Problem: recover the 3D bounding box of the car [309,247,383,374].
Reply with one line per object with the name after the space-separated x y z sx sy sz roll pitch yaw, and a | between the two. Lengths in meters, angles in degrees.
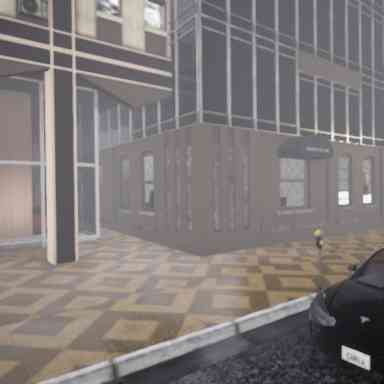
3.625 1.476 5.051 4.313 1.339 1.947 -1 1 -36 | car
